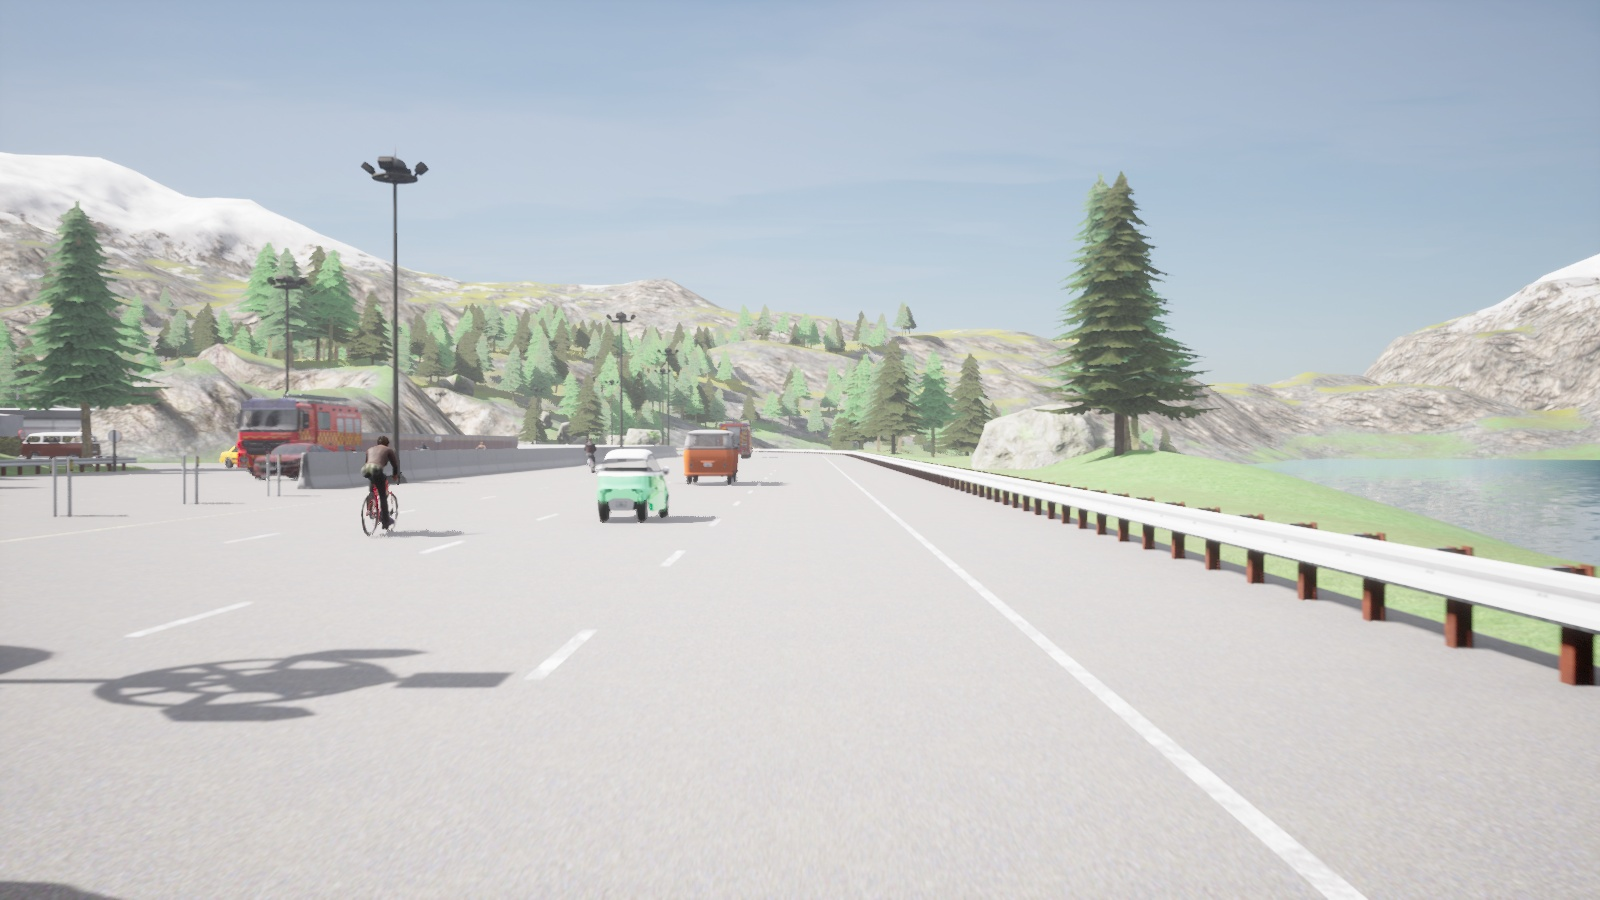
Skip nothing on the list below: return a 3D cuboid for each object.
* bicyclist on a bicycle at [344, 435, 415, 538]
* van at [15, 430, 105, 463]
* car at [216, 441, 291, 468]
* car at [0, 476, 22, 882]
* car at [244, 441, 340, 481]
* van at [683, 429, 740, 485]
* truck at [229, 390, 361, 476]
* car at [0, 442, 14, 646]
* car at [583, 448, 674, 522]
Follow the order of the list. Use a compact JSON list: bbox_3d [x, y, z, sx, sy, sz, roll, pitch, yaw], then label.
[{"bbox_3d":[-6.896,0.578,20.645,0.582,1.620,1.656,0,0,1],"label":"bicyclist on a bicycle"},{"bbox_3d":[-47.148,-0.215,80.051,4.480,2.038,2.069,0,0,0],"label":"van"},{"bbox_3d":[-32.362,0.242,74.257,5.366,1.575,1.801,0,1,39],"label":"car"},{"bbox_3d":[-3.466,0.781,3.288,1.481,1.376,2.207,0,0,0],"label":"car"},{"bbox_3d":[-20.688,0.418,51.356,1.882,1.535,5.008,0,0,0],"label":"car"},{"bbox_3d":[-3.217,0.236,46.338,1.775,1.987,4.442,0,0,0],"label":"van"},{"bbox_3d":[-24.135,-0.779,60.551,2.891,3.827,8.468,0,0,0],"label":"truck"},{"bbox_3d":[-6.945,0.701,6.954,2.163,1.488,4.792,0,0,0],"label":"car"},{"bbox_3d":[-3.342,0.659,24.728,1.481,1.376,2.207,0,1,0],"label":"car"}]
